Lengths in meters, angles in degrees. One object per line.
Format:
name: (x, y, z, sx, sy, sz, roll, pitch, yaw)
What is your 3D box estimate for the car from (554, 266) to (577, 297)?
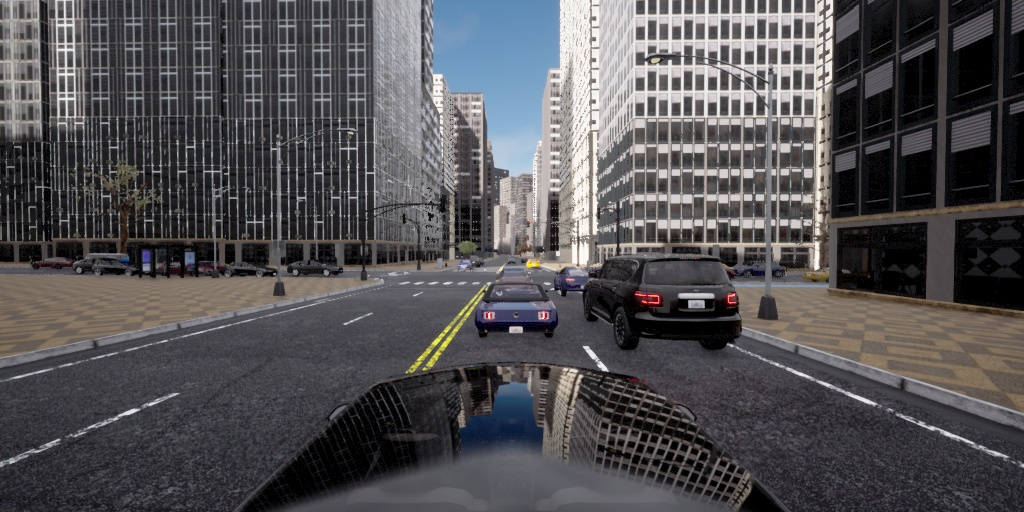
car: (3.332, 1.267, 18.896, 1.812, 1.442, 4.674, 0, 0, 0)

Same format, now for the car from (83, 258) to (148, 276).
car: (-34.127, 1.069, 31.437, 4.313, 1.339, 1.948, 0, 0, 1)

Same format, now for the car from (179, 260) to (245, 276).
car: (-28.353, 1.114, 33.958, 4.718, 1.301, 1.895, 1, 1, 1)

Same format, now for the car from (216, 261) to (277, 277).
car: (-22.762, 1.174, 31.143, 4.313, 1.339, 1.948, 0, 0, 1)

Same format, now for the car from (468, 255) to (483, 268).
car: (-6.635, 0.925, 61.153, 2.150, 2.045, 5.566, 0, 0, 0)

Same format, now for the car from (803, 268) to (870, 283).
car: (27.612, 1.579, 30.471, 4.829, 1.417, 1.751, 0, 0, 1)

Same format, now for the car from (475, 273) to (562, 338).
car: (0.093, 1.347, 10.166, 1.895, 1.301, 4.718, 0, 0, 0)

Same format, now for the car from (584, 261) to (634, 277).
car: (9.916, 1.326, 36.856, 4.674, 1.442, 1.812, 1, 1, 6)

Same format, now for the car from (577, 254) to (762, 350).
car: (3.343, 0.968, 9.204, 2.150, 2.045, 5.566, 0, 0, 0)

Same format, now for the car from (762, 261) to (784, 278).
car: (24.662, 1.288, 36.291, 4.553, 1.767, 2.097, 1, 1, 1)

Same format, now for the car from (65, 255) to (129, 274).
car: (-38.791, 0.923, 34.166, 4.892, 1.490, 1.837, 1, 1, 1)

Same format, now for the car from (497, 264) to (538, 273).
car: (0.084, 1.305, 18.903, 1.994, 1.385, 4.181, 0, 0, 0)

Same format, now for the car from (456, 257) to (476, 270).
car: (-6.641, 1.241, 51.190, 1.812, 1.442, 4.674, 0, 0, -2)

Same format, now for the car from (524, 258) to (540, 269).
car: (3.256, 1.188, 55.182, 1.882, 1.535, 5.008, 0, 0, 0)

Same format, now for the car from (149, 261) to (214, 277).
car: (-28.446, 1.138, 31.270, 4.207, 1.307, 1.802, 0, 0, 1)

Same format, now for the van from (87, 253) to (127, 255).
van: (-45.328, 0.605, 40.086, 3.998, 1.789, 1.690, 0, 0, 1)

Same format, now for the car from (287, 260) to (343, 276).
car: (-18.471, 1.108, 33.765, 4.892, 1.490, 1.837, 1, 1, 1)
